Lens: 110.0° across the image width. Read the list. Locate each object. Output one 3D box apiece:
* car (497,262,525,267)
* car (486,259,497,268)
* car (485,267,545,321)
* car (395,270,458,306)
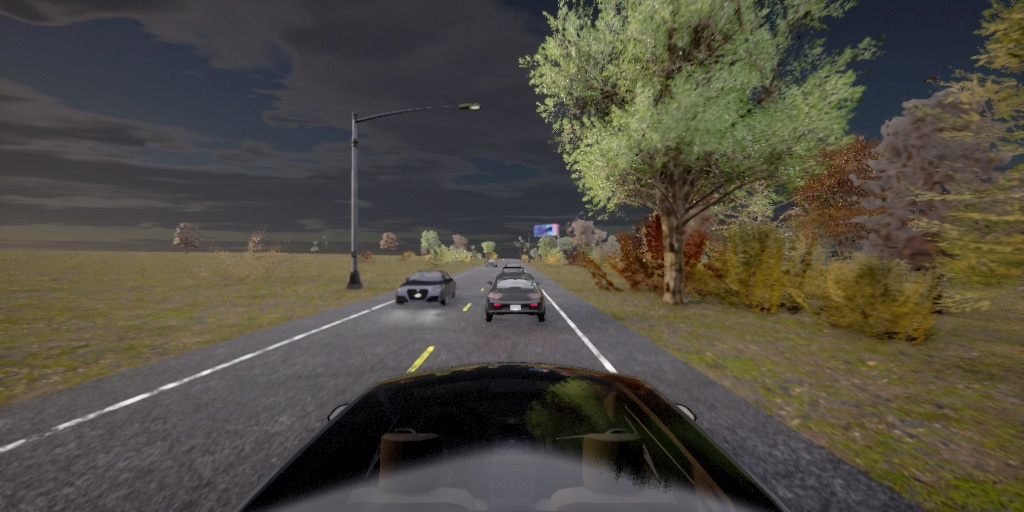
[{"bbox_3d":[0.100,1.251,30.189,2.128,1.511,4.902,0,0,0],"label":"car"},{"bbox_3d":[-3.501,1.315,61.630,1.812,1.442,4.674,0,0,0],"label":"car"},{"bbox_3d":[0.100,1.279,12.347,1.812,1.442,4.674,0,0,0],"label":"car"},{"bbox_3d":[-3.600,1.318,15.674,1.994,1.385,4.181,0,0,0],"label":"car"}]
